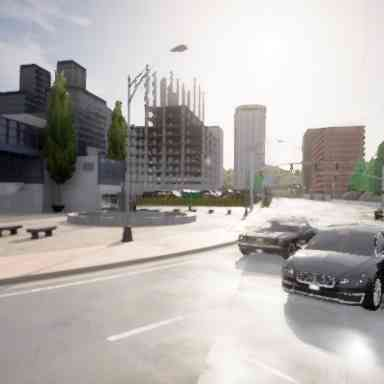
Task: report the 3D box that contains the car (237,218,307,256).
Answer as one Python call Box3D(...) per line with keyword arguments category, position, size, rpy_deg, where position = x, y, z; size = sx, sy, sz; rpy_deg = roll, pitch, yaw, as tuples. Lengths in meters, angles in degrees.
Box3D(category="car", position=(3.605, 1.750, 13.211), size=(1.895, 1.301, 4.718), rpy_deg=(0, -1, 36))

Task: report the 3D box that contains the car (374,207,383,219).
Box3D(category="car", position=(18.226, 2.021, 30.393), size=(1.895, 1.301, 4.718), rpy_deg=(0, -1, 13))

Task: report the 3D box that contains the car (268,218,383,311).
Box3D(category="car", position=(3.935, 1.611, 8.263), size=(1.837, 1.490, 4.892), rpy_deg=(1, 0, 41))
